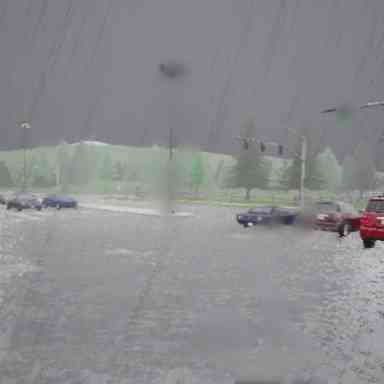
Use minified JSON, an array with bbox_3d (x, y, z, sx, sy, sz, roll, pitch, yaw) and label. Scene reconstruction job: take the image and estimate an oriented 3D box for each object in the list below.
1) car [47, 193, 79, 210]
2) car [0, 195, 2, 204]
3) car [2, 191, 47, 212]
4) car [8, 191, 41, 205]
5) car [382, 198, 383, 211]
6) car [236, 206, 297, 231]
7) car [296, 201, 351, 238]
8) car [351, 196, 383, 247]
[{"bbox_3d":[-12.877,0.887,32.508,1.882,1.535,5.008,0,1,-44],"label":"car"},{"bbox_3d":[-22.128,0.765,36.966,1.994,1.385,4.181,0,1,-44],"label":"car"},{"bbox_3d":[-15.078,0.928,29.773,1.812,1.442,4.674,0,1,-45],"label":"car"},{"bbox_3d":[-20.122,0.694,39.930,2.128,1.511,4.902,0,1,-44],"label":"car"},{"bbox_3d":[24.092,1.452,39.032,1.882,1.535,5.008,2,1,45],"label":"car"},{"bbox_3d":[4.739,1.457,19.594,1.895,1.301,4.718,2,1,45],"label":"car"},{"bbox_3d":[7.764,1.282,17.665,2.097,1.767,4.553,2,1,45],"label":"car"},{"bbox_3d":[8.839,1.213,13.780,2.150,2.045,5.566,2,1,45],"label":"car"}]
